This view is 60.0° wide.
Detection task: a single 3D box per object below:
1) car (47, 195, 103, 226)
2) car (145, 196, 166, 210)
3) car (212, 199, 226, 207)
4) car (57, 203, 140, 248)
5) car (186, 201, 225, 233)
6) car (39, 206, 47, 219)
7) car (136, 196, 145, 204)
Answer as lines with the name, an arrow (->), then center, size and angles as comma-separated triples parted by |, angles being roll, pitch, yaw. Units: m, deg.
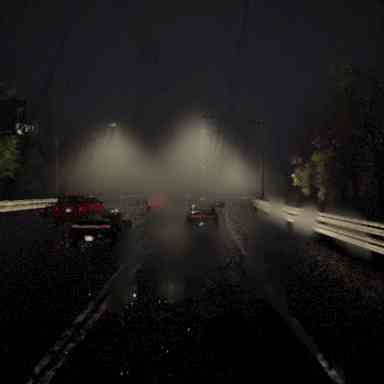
car -> -7.499, 1.192, 22.674 | 2.150, 2.045, 5.566 | 0, 0, -1
car -> -4.459, 1.336, 43.115 | 2.097, 1.767, 4.553 | 0, 0, -1
car -> 3.870, 1.656, 49.122 | 1.994, 1.385, 4.181 | 0, 0, 9
car -> -3.818, 1.477, 14.565 | 2.128, 1.511, 4.902 | 0, 0, -1
car -> 0.683, 1.495, 19.845 | 2.128, 1.511, 4.902 | 0, 0, 4
car -> -11.133, 1.501, 28.409 | 2.033, 1.411, 5.357 | 0, 0, -1
car -> -8.240, 1.462, 55.588 | 2.128, 1.511, 4.902 | 0, 0, -1
